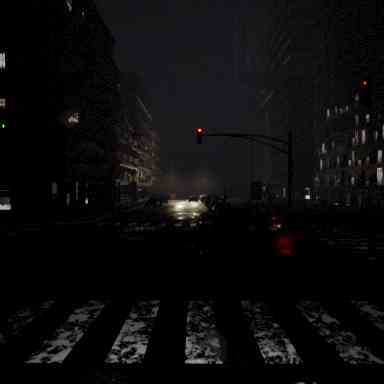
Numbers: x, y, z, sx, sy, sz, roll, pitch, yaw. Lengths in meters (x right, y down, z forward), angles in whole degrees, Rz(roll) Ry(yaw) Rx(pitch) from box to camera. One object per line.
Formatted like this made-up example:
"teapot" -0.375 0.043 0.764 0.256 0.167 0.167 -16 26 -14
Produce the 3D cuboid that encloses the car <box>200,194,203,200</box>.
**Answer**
"car" 2.846 1.365 63.898 1.967 1.590 4.097 -1 0 0

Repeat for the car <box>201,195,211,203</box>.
"car" 2.870 1.353 69.544 1.967 1.590 4.097 -1 0 0

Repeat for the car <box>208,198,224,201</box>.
"car" 2.739 1.522 30.024 1.887 1.381 4.507 -1 0 0

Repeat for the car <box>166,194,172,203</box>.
"car" -5.500 1.470 63.892 1.887 1.381 4.507 -1 0 0

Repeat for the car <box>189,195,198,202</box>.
"car" 0.250 1.427 71.143 2.128 1.511 4.902 0 0 0

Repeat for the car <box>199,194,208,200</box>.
"car" 2.955 1.313 86.482 1.967 1.590 4.097 -1 0 0

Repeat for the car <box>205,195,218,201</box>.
"car" 2.756 1.410 35.669 1.967 1.590 4.097 -1 0 0

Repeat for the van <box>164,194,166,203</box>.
"van" -5.539 1.287 52.601 1.690 1.788 3.998 -1 0 0

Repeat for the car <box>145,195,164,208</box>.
"car" -5.554 1.520 46.955 1.947 1.339 4.313 -1 0 0

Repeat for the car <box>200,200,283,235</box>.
"car" 2.677 1.495 18.834 4.892 1.490 1.837 1 3 39

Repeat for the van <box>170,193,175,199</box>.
"van" -5.466 1.242 75.186 1.690 1.788 3.998 -1 0 0

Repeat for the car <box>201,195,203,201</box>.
"car" 2.811 1.490 52.607 1.887 1.381 4.507 -1 0 0

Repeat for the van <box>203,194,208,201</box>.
"van" 2.791 1.295 46.961 1.690 1.788 3.998 -1 0 0
